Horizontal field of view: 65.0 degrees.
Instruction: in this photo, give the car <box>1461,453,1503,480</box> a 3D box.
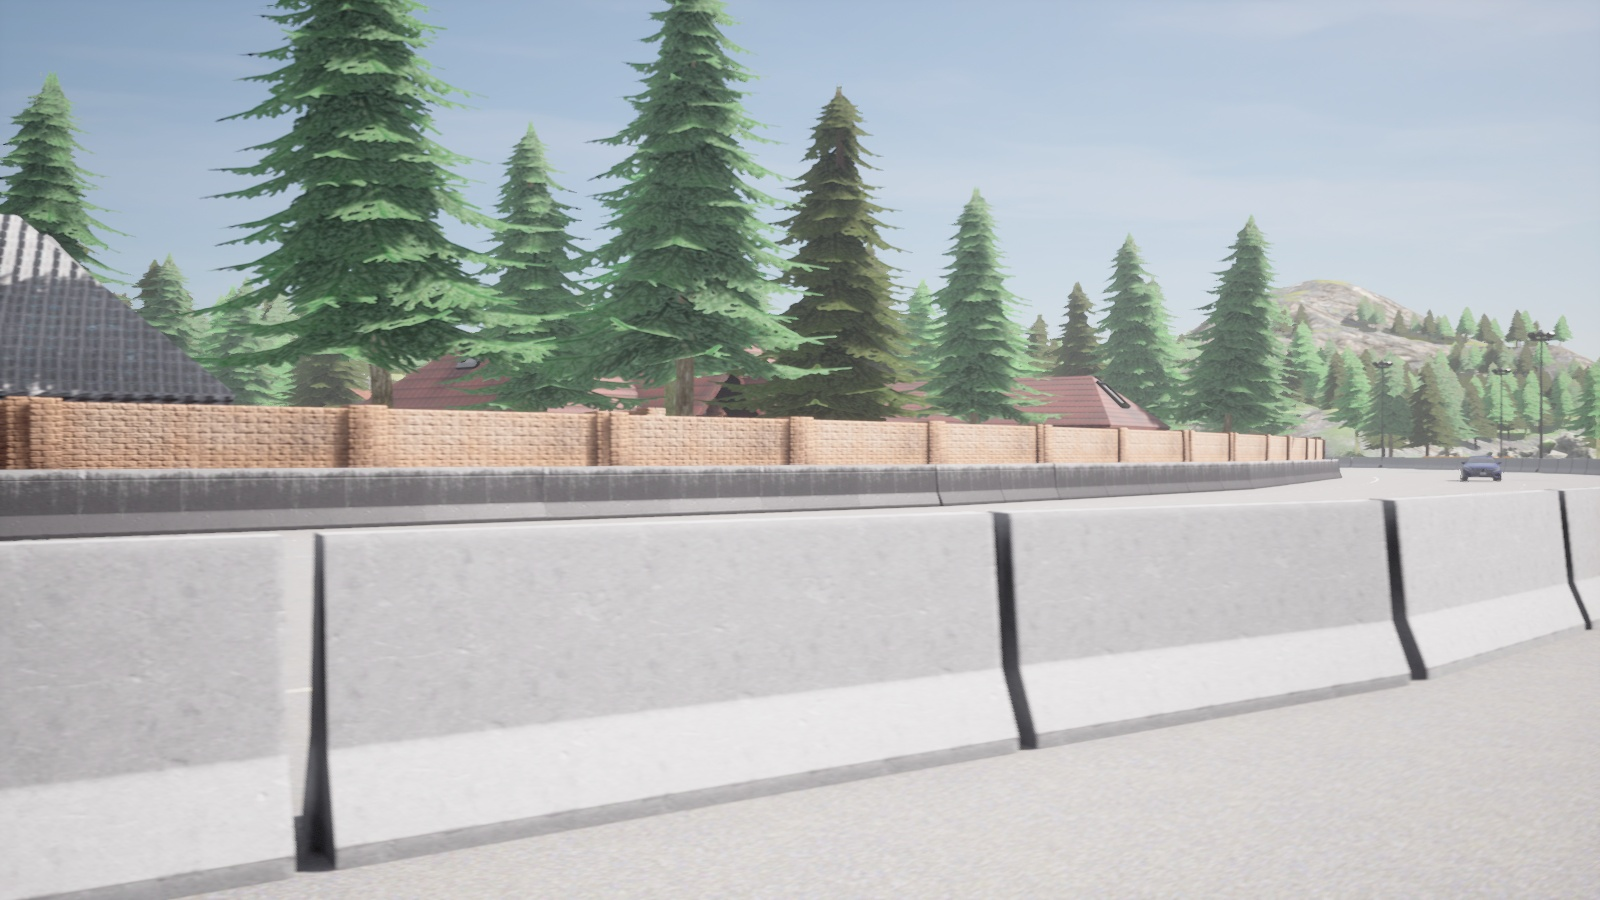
[{"bbox_3d":[37.761,0.868,69.602,1.812,1.442,4.674,0,0,26],"label":"car"}]
